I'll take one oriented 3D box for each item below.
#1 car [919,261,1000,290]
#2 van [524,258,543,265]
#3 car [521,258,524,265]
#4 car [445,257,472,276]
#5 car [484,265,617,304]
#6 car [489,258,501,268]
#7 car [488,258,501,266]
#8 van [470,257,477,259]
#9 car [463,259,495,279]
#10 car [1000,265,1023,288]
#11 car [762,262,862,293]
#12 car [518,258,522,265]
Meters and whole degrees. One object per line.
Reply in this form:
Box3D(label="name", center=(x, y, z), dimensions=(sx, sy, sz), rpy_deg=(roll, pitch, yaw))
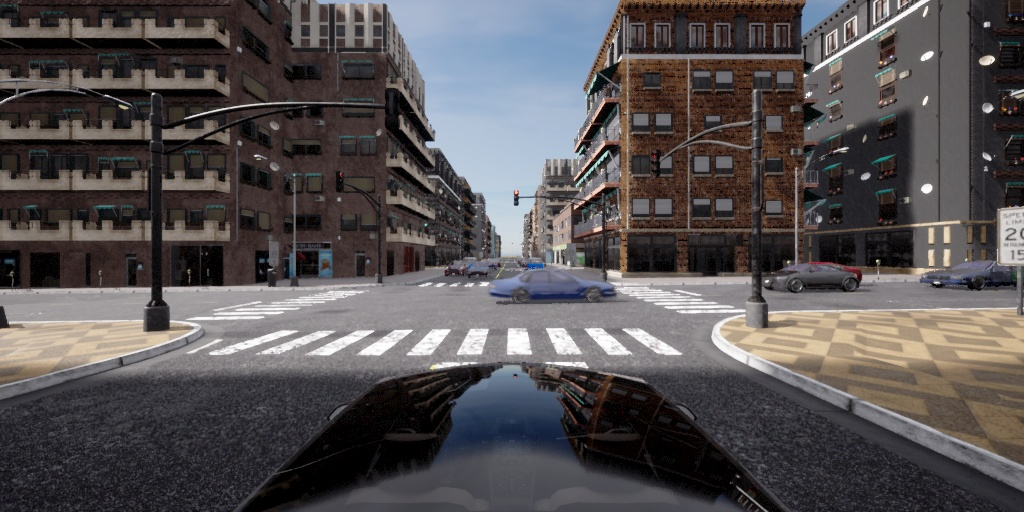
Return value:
Box3D(label="car", center=(24.394, 0.943, 18.351), dimensions=(5.357, 1.411, 2.033), rpy_deg=(-1, 0, 0))
Box3D(label="van", center=(2.613, 1.081, 40.849), dimensions=(1.690, 1.789, 3.998), rpy_deg=(0, 0, 0))
Box3D(label="car", center=(2.565, 1.284, 47.053), dimensions=(1.888, 1.381, 4.507), rpy_deg=(0, 0, 0))
Box3D(label="car", center=(-5.515, 1.182, 35.872), dimensions=(1.967, 1.591, 4.097), rpy_deg=(0, 0, 0))
Box3D(label="car", center=(1.650, 1.256, 15.444), dimensions=(5.357, 1.411, 2.033), rpy_deg=(-1, 0, 0))
Box3D(label="car", center=(-2.924, 1.211, 62.540), dimensions=(1.882, 1.535, 5.008), rpy_deg=(0, 0, 0))
Box3D(label="car", center=(-2.941, 1.339, 49.116), dimensions=(1.895, 1.301, 4.718), rpy_deg=(0, 0, 0))
Box3D(label="van", center=(-5.504, 1.079, 47.036), dimensions=(1.690, 1.789, 3.998), rpy_deg=(0, 0, 0))
Box3D(label="car", center=(-2.918, 1.291, 32.743), dimensions=(2.033, 1.411, 5.357), rpy_deg=(0, 0, 0))
Box3D(label="car", center=(25.475, 0.603, 15.503), dimensions=(5.566, 2.045, 2.150), rpy_deg=(-1, 0, 0))
Box3D(label="car", center=(15.026, 1.088, 18.325), dimensions=(4.181, 1.385, 1.994), rpy_deg=(-1, 0, 0))
Box3D(label="car", center=(2.450, 1.301, 58.215), dimensions=(1.948, 1.339, 4.313), rpy_deg=(0, 0, 0))
